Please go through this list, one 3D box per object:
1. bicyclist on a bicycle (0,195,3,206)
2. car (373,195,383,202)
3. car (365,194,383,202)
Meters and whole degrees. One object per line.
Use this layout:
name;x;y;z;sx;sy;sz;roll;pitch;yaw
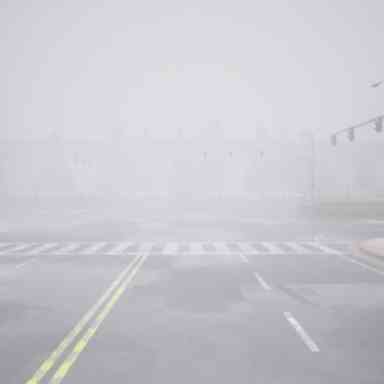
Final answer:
bicyclist on a bicycle;-28.437;1.263;49.344;0.582;1.620;1.656;0;0;-2
car;24.896;1.454;39.683;5.008;1.535;1.882;0;0;-2
car;25.356;1.198;43.193;5.566;2.045;2.150;0;0;-2
